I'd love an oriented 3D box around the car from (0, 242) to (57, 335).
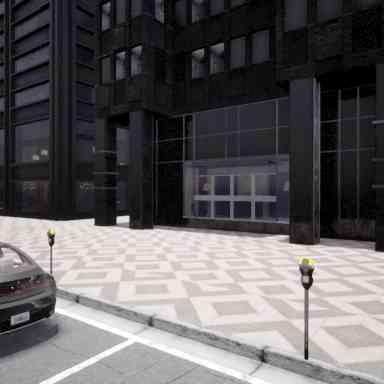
[{"bbox_3d":[-4.201,1.552,5.978,4.403,1.369,2.008,0,0,36],"label":"car"}]
